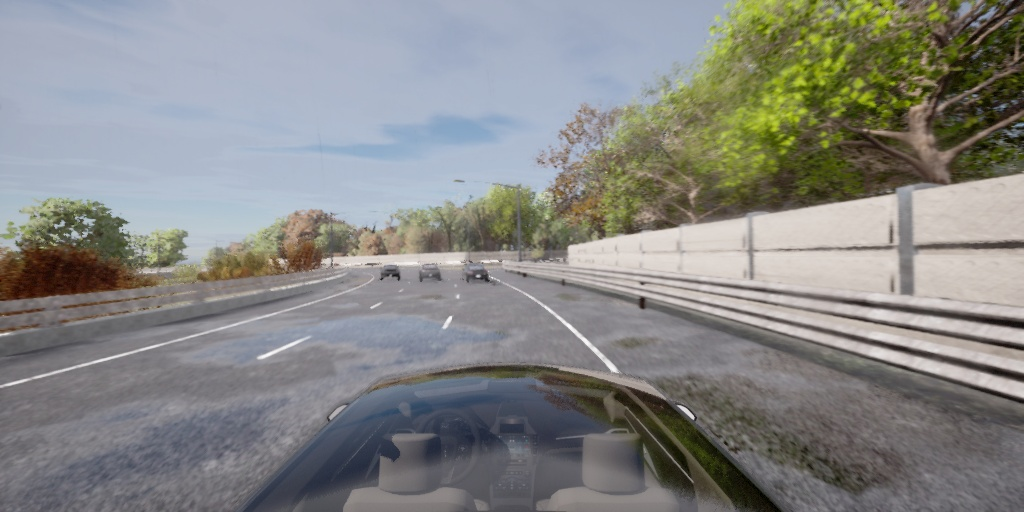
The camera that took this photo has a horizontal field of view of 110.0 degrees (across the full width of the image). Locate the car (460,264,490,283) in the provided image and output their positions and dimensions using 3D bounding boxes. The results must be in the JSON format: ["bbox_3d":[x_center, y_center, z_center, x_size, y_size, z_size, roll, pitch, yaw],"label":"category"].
[{"bbox_3d":[-3.091,1.385,29.538,1.812,1.442,4.674,-1,0,-13],"label":"car"}]

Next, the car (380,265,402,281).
[{"bbox_3d":[-12.131,1.609,35.942,1.837,1.490,4.892,-1,0,-18],"label":"car"}]

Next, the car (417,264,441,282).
[{"bbox_3d":[-7.589,1.473,32.891,2.128,1.511,4.902,-1,0,-16],"label":"car"}]
